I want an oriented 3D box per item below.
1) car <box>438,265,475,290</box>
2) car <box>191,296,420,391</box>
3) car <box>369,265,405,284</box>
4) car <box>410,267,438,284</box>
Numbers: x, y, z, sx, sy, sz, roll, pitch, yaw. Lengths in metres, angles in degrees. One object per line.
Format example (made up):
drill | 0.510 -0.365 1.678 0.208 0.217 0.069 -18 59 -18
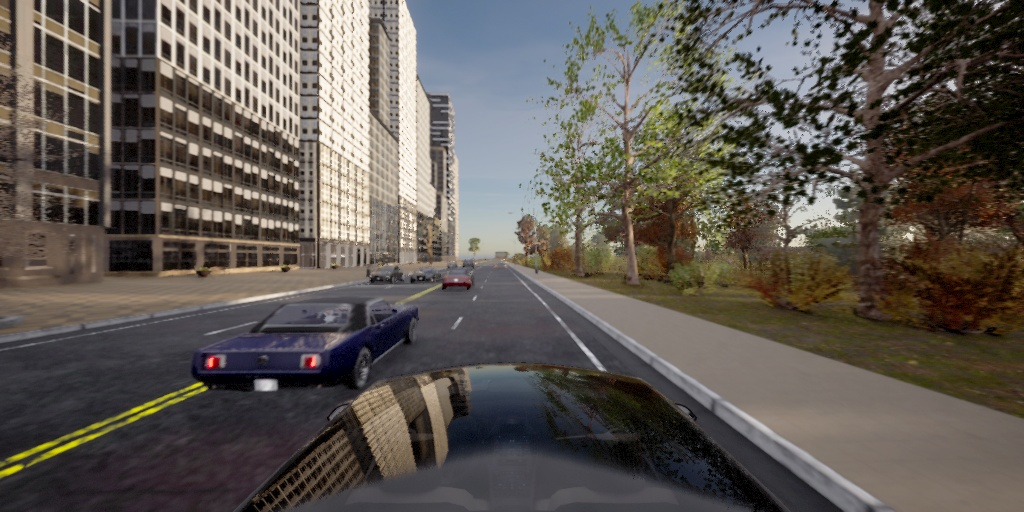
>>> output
car | -3.667 1.535 25.079 1.994 1.385 4.181 0 0 -2
car | -3.198 1.409 6.873 1.895 1.301 4.718 0 0 0
car | -10.545 1.552 30.502 1.837 1.490 4.892 0 -1 -2
car | -7.292 1.597 30.471 1.994 1.385 4.181 0 -1 -2
